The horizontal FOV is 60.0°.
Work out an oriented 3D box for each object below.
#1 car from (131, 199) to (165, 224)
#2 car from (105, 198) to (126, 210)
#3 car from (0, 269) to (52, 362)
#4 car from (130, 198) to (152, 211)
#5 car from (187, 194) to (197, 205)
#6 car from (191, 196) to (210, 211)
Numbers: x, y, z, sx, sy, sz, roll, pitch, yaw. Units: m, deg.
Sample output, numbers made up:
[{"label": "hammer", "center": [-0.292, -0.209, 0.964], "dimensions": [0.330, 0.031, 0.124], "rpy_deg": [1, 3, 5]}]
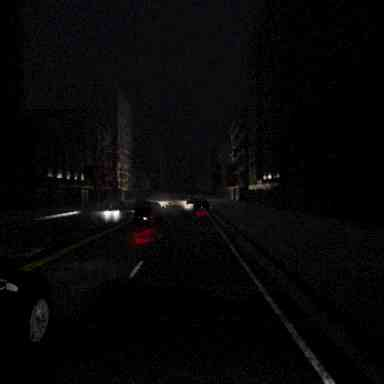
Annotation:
[{"label": "car", "center": [-3.151, 1.521, 24.785], "dimensions": [1.837, 1.490, 4.892], "rpy_deg": [0, 0, 0]}, {"label": "car", "center": [-9.839, 1.522, 42.852], "dimensions": [2.128, 1.511, 4.902], "rpy_deg": [0, 0, 0]}, {"label": "car", "center": [-3.149, 1.493, 3.416], "dimensions": [2.128, 1.511, 4.902], "rpy_deg": [0, 0, 0]}, {"label": "car", "center": [-6.593, 1.579, 43.497], "dimensions": [2.033, 1.411, 5.357], "rpy_deg": [0, 0, 0]}, {"label": "car", "center": [0.001, 1.598, 60.678], "dimensions": [2.033, 1.411, 5.357], "rpy_deg": [0, 0, 0]}, {"label": "car", "center": [1.138, 1.535, 40.947], "dimensions": [1.837, 1.490, 4.892], "rpy_deg": [0, 0, 0]}]
